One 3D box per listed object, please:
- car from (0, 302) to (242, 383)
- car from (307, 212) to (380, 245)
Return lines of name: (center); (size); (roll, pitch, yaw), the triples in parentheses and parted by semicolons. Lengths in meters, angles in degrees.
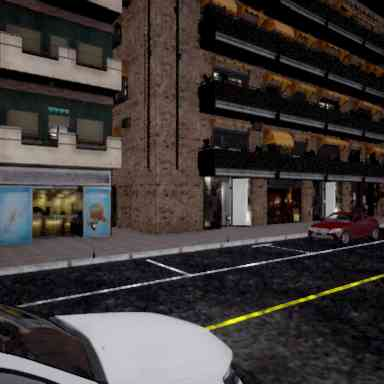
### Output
car: (-1.705, 1.525, 2.217); (4.674, 1.442, 1.812); (0, 0, -36)
car: (7.172, 1.582, 15.538); (4.206, 1.307, 1.802); (0, 0, -35)
